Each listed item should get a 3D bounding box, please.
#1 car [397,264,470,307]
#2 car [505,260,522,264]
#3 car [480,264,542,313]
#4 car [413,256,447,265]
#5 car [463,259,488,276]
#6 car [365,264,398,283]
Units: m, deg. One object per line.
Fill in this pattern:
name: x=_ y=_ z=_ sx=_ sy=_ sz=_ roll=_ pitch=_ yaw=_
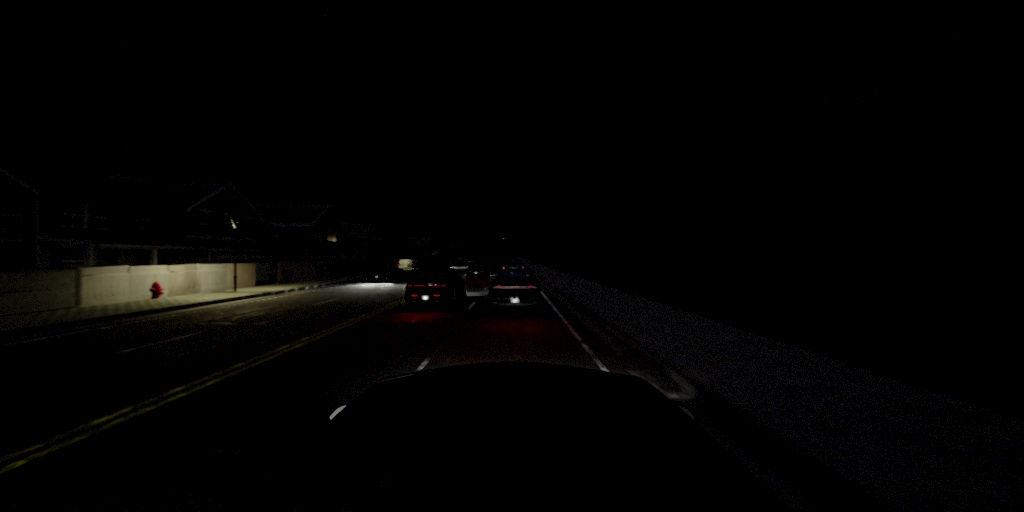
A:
car: x=-3.147 y=1.260 z=15.439 sx=1.837 sy=1.490 sz=4.892 roll=0 pitch=0 yaw=0
car: x=0.104 y=1.110 z=32.139 sx=2.097 sy=1.767 sz=4.553 roll=0 pitch=0 yaw=0
car: x=0.102 y=1.247 z=14.137 sx=2.128 sy=1.511 sz=4.902 roll=0 pitch=0 yaw=0
car: x=-6.596 y=0.982 z=29.166 sx=2.150 sy=2.045 sz=5.566 roll=0 pitch=0 yaw=0
car: x=-3.148 y=1.283 z=33.532 sx=1.812 sy=1.442 sz=4.674 roll=0 pitch=0 yaw=0
car: x=-9.846 y=1.322 z=28.070 sx=1.994 sy=1.385 sz=4.181 roll=0 pitch=0 yaw=0
